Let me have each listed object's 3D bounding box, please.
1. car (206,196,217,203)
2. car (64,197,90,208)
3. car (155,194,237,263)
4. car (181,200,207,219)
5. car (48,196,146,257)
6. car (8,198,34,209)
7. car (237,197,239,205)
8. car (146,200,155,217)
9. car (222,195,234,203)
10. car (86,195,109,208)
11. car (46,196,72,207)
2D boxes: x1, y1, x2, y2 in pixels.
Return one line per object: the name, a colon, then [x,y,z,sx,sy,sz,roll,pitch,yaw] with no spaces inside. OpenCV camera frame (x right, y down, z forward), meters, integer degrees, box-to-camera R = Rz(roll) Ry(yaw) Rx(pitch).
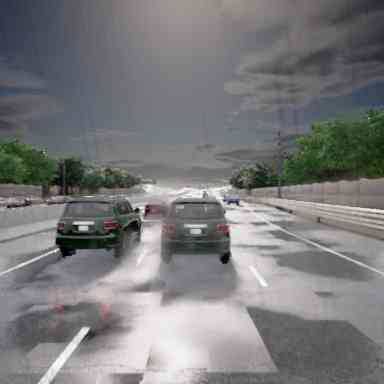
car: [4.026,1.591,69.976,2.033,1.411,5.357,0,0,1]
car: [-17.292,1.555,50.468,2.033,1.411,5.357,0,0,1]
car: [0.121,1.220,12.173,2.150,2.045,5.566,0,0,0]
car: [0.204,1.489,29.938,2.128,1.511,4.902,0,0,0]
car: [-3.376,1.219,13.058,2.150,2.045,5.566,0,0,0]
car: [-23.641,1.565,46.041,1.994,1.385,4.181,0,0,-3]
car: [7.286,1.503,59.086,1.882,1.535,5.008,0,0,2]
car: [-3.286,1.475,31.486,1.882,1.535,5.008,0,0,0]
car: [7.520,1.449,69.772,2.033,1.411,5.357,0,0,1]
car: [-13.812,1.359,48.849,2.097,1.767,4.553,0,0,1]
car: [-20.767,1.486,52.104,1.882,1.535,5.008,0,0,1]
